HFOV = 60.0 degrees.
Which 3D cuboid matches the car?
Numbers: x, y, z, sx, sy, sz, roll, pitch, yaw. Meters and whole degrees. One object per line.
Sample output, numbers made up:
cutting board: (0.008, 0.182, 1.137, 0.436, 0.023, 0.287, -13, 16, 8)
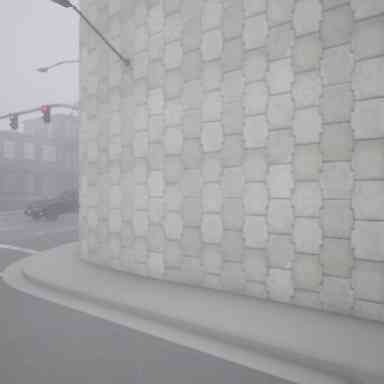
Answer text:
car: (-9.271, 0.784, 24.400, 2.150, 2.045, 5.566, 0, 5, 35)
